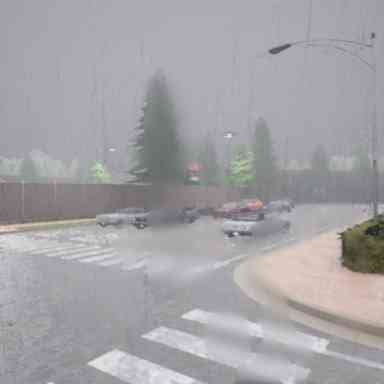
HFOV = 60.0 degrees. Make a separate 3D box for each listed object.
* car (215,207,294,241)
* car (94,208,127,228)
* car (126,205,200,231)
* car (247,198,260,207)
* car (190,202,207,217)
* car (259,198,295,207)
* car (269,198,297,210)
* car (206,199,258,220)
[{"bbox_3d":[3.471,1.683,17.447,1.895,1.301,4.718,-1,-1,39],"label":"car"},{"bbox_3d":[-4.666,1.816,24.104,1.895,1.301,4.718,-1,0,36],"label":"car"},{"bbox_3d":[-1.785,1.772,22.112,1.895,1.301,4.718,-1,0,36],"label":"car"},{"bbox_3d":[6.699,1.553,39.566,2.097,1.767,4.553,-1,0,37],"label":"car"},{"bbox_3d":[0.724,1.700,31.475,2.128,1.511,4.902,-1,0,36],"label":"car"},{"bbox_3d":[9.771,1.682,37.839,1.812,1.442,4.674,-1,0,37],"label":"car"},{"bbox_3d":[13.195,1.680,47.924,2.128,1.511,4.902,-1,0,39],"label":"car"},{"bbox_3d":[3.665,1.642,29.572,1.882,1.535,5.008,-1,0,36],"label":"car"}]
